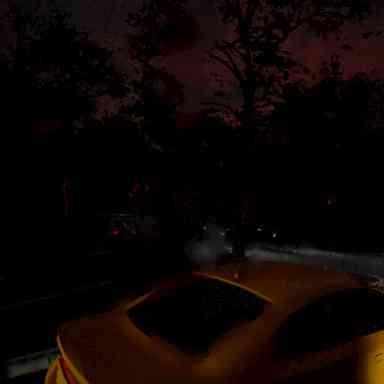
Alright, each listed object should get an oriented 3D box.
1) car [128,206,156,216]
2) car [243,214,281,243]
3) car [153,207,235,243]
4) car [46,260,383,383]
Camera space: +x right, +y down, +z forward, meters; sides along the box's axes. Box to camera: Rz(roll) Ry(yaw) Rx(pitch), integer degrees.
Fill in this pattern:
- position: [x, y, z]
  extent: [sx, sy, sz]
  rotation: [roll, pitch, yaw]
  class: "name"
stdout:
- position: [-5.803, 2.544, 44.677]
  extent: [5.357, 1.411, 2.033]
  rotation: [3, -2, -1]
  class: "car"
- position: [2.934, 2.006, 19.359]
  extent: [2.128, 1.511, 4.902]
  rotation: [4, -3, -34]
  class: "car"
- position: [0.118, 1.803, 17.948]
  extent: [2.128, 1.511, 4.902]
  rotation: [4, -3, -33]
  class: "car"
- position: [1.141, 1.526, 3.624]
  extent: [5.008, 1.535, 1.882]
  rotation: [2, -1, -34]
  class: "car"
